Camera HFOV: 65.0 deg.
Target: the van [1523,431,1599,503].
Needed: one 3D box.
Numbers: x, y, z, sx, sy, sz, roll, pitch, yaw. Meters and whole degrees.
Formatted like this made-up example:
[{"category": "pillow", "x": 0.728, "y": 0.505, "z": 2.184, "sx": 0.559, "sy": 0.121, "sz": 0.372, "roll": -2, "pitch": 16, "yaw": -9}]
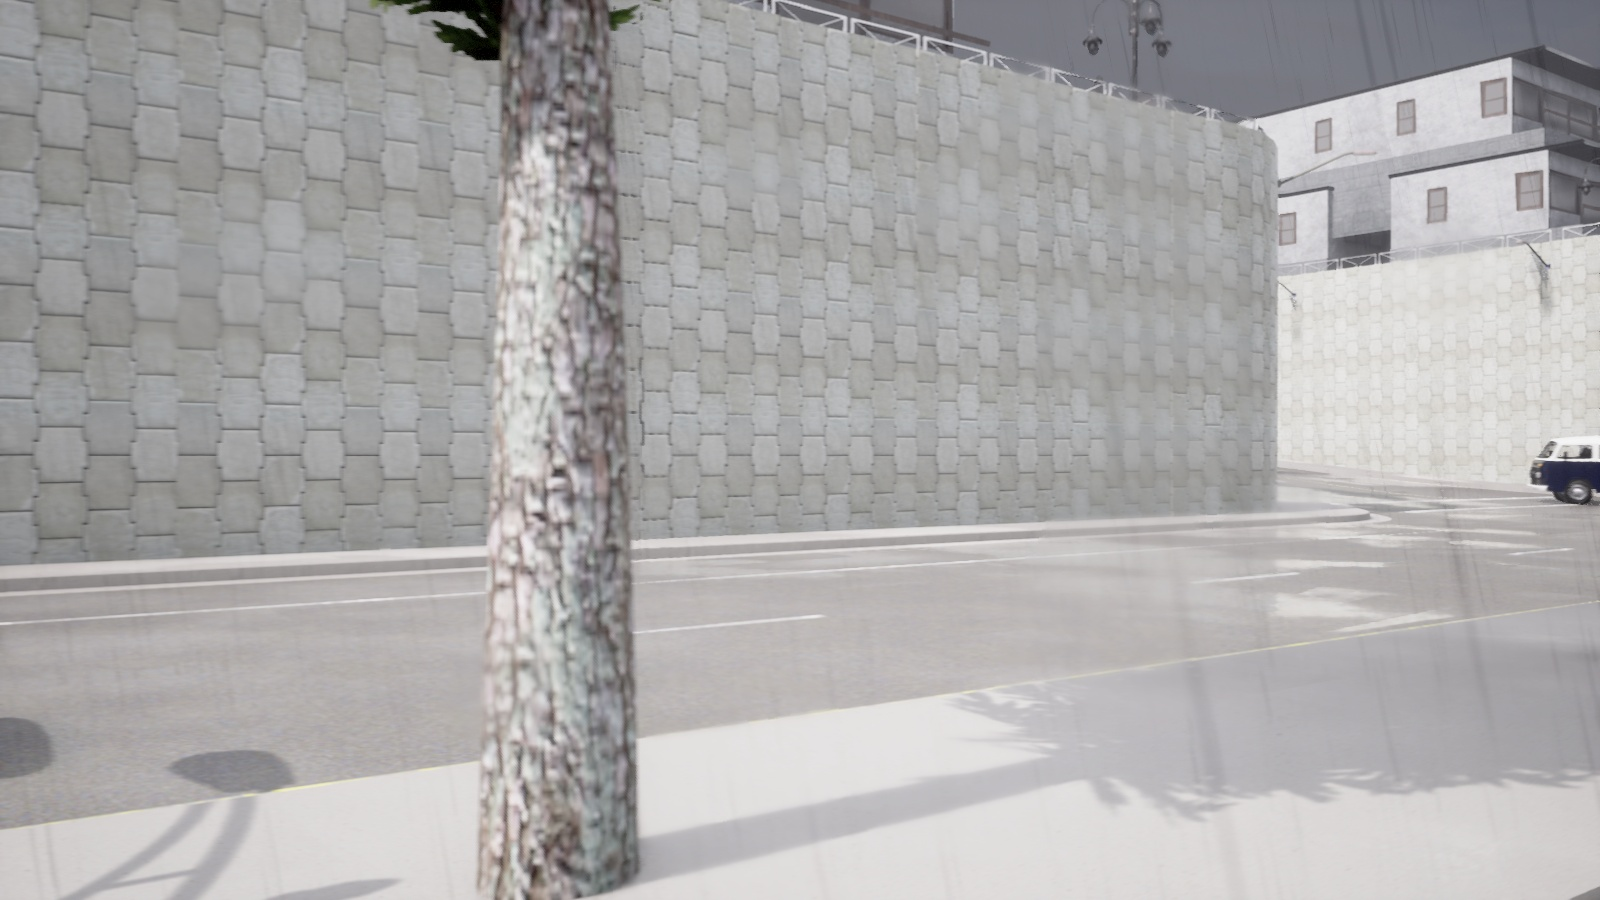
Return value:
[{"category": "van", "x": 23.807, "y": 0.479, "z": 36.604, "sx": 4.480, "sy": 2.038, "sz": 2.069, "roll": 0, "pitch": 1, "yaw": 21}]
